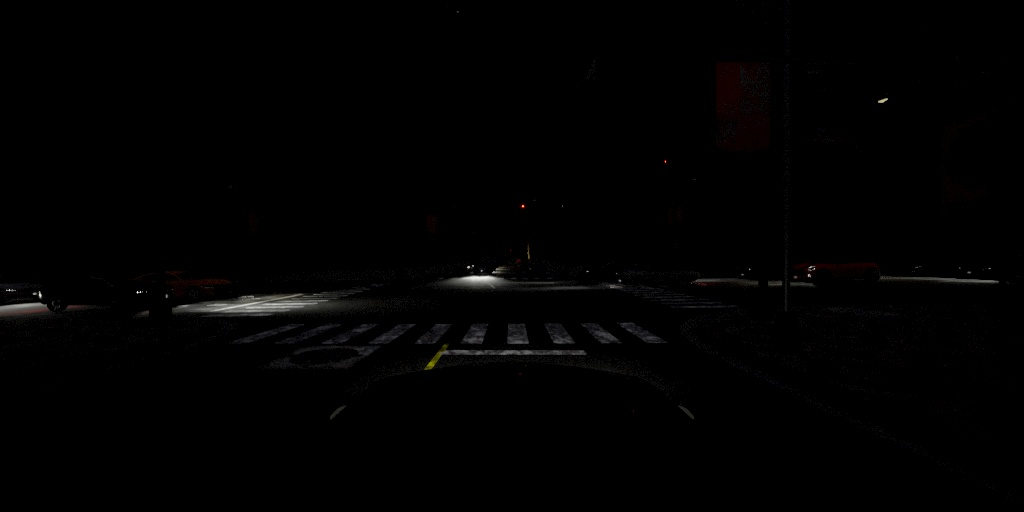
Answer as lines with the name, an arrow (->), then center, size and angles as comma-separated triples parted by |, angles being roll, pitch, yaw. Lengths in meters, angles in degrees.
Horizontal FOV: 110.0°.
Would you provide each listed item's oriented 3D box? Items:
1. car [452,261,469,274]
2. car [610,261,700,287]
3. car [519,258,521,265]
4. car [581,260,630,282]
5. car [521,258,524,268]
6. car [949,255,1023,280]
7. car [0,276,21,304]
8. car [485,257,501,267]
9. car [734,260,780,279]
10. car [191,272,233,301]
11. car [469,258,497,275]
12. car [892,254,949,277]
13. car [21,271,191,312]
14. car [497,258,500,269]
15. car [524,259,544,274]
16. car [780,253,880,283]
car -> -5.785, 1.305, 41.169 | 2.007, 1.370, 4.403 | 0, 0, 0
car -> 8.845, 1.166, 22.209 | 4.718, 1.301, 1.895 | -1, 0, -3
car -> 2.664, 1.311, 57.539 | 2.007, 1.370, 4.403 | 0, 0, 0
car -> 7.544, 1.073, 26.249 | 4.902, 1.511, 2.128 | -1, 0, 7
car -> 2.689, 1.303, 52.094 | 1.888, 1.381, 4.507 | 0, 0, 0
car -> 31.014, 0.702, 22.501 | 4.674, 1.442, 1.812 | -1, 0, 0
car -> -27.620, 1.763, 18.979 | 4.674, 1.442, 1.812 | -1, 0, 0
car -> -3.191, 1.287, 58.933 | 1.812, 1.442, 4.674 | 0, 0, 0
car -> 18.757, 0.984, 25.743 | 4.718, 1.301, 1.895 | -1, 0, 0
car -> -17.646, 1.528, 18.995 | 5.008, 1.535, 1.882 | -1, 0, 2
car -> -3.110, 1.246, 39.137 | 2.128, 1.511, 4.902 | 0, 0, 0
car -> 30.411, 0.658, 25.755 | 5.008, 1.535, 1.882 | -1, 0, 0
car -> -17.624, 1.546, 15.751 | 4.902, 1.511, 2.128 | -1, 0, 2
car -> -3.156, 1.305, 48.995 | 2.033, 1.411, 5.357 | 0, 0, 0
car -> 2.740, 1.305, 41.206 | 2.007, 1.370, 4.403 | 0, 0, 0
car -> 20.028, 0.718, 22.494 | 4.553, 1.767, 2.097 | -1, 0, 0
